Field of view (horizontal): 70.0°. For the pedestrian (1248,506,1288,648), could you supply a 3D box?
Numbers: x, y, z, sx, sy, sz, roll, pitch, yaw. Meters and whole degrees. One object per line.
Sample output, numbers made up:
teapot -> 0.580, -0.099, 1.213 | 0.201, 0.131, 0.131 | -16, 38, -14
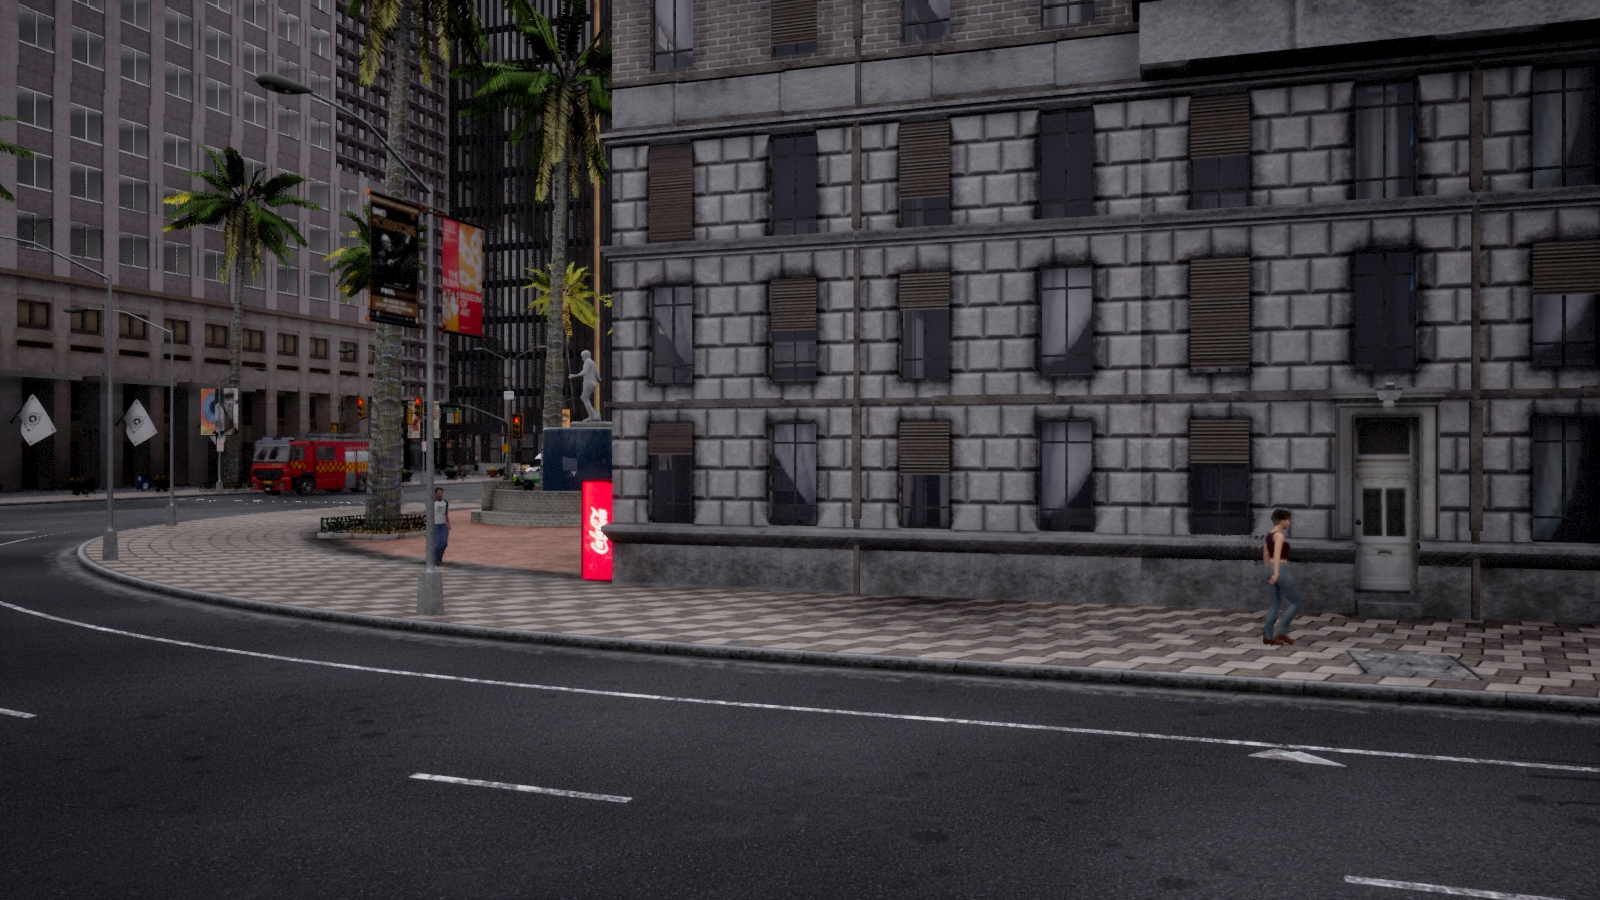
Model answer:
pedestrian -> 6.271, 1.696, 15.325 | 0.375, 1.860, 0.375 | 0, 0, -4

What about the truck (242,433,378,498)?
truck -> -30.433, 0.890, 71.446 | 2.891, 3.827, 8.468 | 0, 0, 19

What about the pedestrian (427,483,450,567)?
pedestrian -> -8.224, 1.696, 25.997 | 0.375, 1.860, 0.375 | 0, 0, -43
